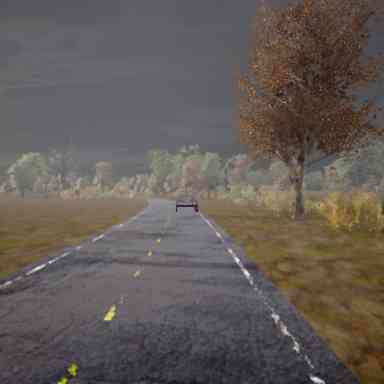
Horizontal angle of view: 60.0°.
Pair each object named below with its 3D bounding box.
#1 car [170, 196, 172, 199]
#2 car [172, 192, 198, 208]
[{"bbox_3d":[-3.141,1.183,63.151,1.812,1.442,4.674,0,0,-6],"label":"car"},{"bbox_3d":[-0.558,0.863,31.296,2.150,2.045,5.566,0,0,-3],"label":"car"}]
